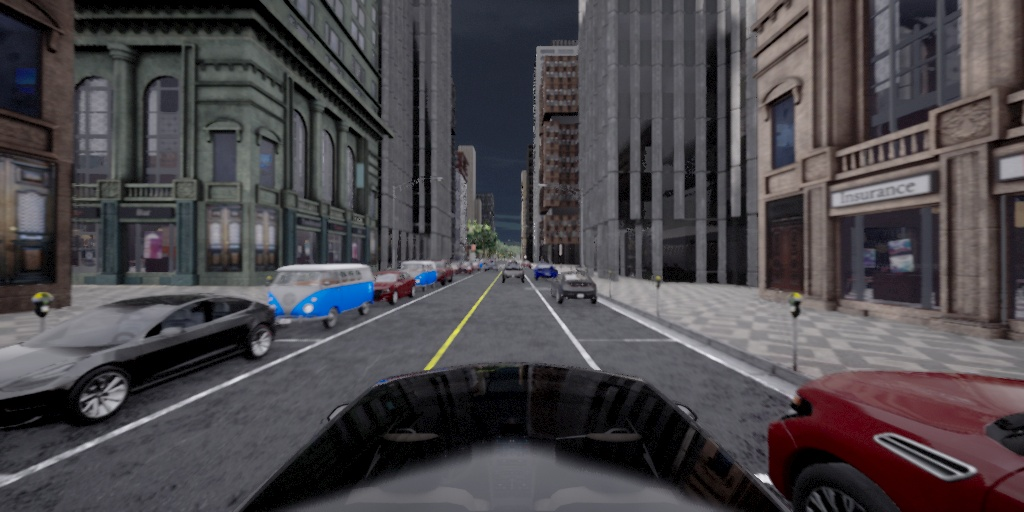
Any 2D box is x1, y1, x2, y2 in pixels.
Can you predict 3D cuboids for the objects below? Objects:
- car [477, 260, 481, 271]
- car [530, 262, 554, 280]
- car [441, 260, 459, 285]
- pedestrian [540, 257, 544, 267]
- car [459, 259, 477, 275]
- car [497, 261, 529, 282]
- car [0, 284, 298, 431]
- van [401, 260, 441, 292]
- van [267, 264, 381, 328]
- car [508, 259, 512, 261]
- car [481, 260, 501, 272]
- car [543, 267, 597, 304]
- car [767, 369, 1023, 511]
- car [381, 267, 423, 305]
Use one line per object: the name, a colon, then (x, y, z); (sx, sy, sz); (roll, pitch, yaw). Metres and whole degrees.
car: (-5.760, 1.643, 54.740); (1.802, 1.307, 4.207); (0, 0, 0)
car: (3.002, 1.399, 33.212); (1.882, 1.535, 5.008); (0, 0, 0)
car: (-5.761, 1.205, 27.538); (2.192, 1.841, 5.009); (0, 0, 0)
pedestrian: (3.002, 0.983, 36.220); (0.375, 1.860, 0.375); (0, 0, -10)
car: (-5.760, 1.422, 43.861); (1.967, 1.591, 4.097); (0, 0, 0)
car: (0.103, 1.400, 30.699); (2.128, 1.511, 4.902); (0, 0, 0)
car: (-5.763, 1.338, 5.772); (1.948, 1.339, 4.313); (0, 0, 0)
van: (-5.762, 1.202, 22.096); (1.690, 1.789, 3.998); (0, 0, 0)
van: (-5.762, 1.143, 11.214); (1.690, 1.789, 3.998); (0, 0, 0)
car: (0.103, 1.505, 46.500); (1.837, 1.490, 4.892); (0, 0, 0)
car: (-3.060, 1.611, 53.047); (1.994, 1.385, 4.181); (0, 0, 0)
car: (2.764, 1.381, 16.661); (2.007, 1.370, 4.403); (0, 0, 0)
car: (2.763, 1.057, 0.340); (2.192, 1.841, 5.009); (0, 0, 0)
car: (-5.762, 1.377, 16.655); (1.888, 1.381, 4.507); (0, 0, 0)
